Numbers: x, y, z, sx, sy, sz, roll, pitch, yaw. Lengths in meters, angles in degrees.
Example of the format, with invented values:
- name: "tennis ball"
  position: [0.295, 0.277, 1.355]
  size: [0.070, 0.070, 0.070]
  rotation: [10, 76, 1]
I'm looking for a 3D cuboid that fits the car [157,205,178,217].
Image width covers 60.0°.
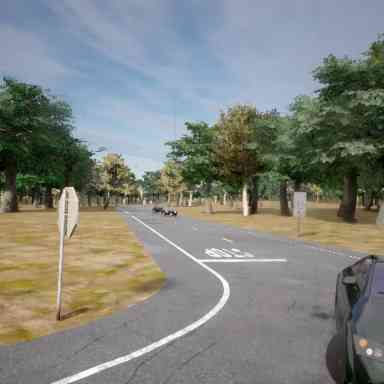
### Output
- name: "car"
  position: [-3.410, 2.852, 48.032]
  size: [1.895, 1.301, 4.718]
  rotation: [3, -2, -13]

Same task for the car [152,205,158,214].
- name: "car"
  position: [-5.652, 2.963, 56.882]
  size: [1.882, 1.535, 5.008]
  rotation: [3, -2, -14]

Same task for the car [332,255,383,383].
- name: "car"
  position: [3.105, 1.643, 4.618]
  size: [1.994, 1.385, 4.181]
  rotation: [1, -1, 22]
